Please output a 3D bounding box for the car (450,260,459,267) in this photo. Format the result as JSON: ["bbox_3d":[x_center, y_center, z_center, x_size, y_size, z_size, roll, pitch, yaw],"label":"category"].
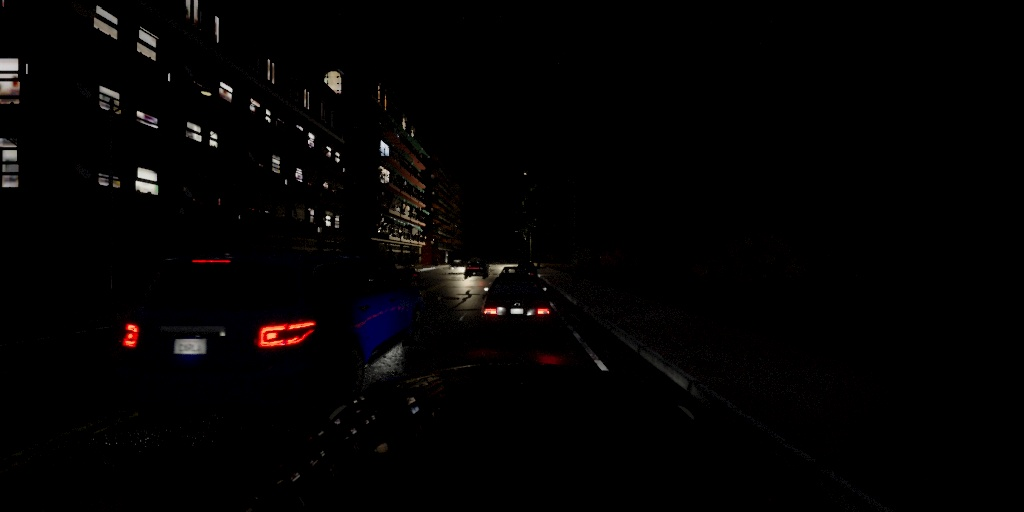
[{"bbox_3d":[-9.764,1.316,63.847,1.994,1.385,4.181,0,0,1],"label":"car"}]

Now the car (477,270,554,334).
[{"bbox_3d":[0.107,1.299,10.626,2.033,1.411,5.357,0,0,0],"label":"car"}]

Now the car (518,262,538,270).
[{"bbox_3d":[1.157,1.259,30.755,1.837,1.490,4.892,0,0,0],"label":"car"}]

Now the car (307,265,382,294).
[{"bbox_3d":[-9.836,1.300,21.653,2.033,1.411,5.357,0,0,0],"label":"car"}]

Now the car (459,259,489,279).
[{"bbox_3d":[-3.129,1.245,32.159,2.128,1.511,4.902,0,0,0],"label":"car"}]

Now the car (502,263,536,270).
[{"bbox_3d":[0.112,1.301,20.987,2.033,1.411,5.357,0,0,0],"label":"car"}]

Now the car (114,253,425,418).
[{"bbox_3d":[-3.148,0.973,6.194,2.150,2.045,5.566,0,0,0],"label":"car"}]

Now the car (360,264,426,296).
[{"bbox_3d":[-6.588,1.244,20.466,2.128,1.511,4.902,0,0,0],"label":"car"}]
